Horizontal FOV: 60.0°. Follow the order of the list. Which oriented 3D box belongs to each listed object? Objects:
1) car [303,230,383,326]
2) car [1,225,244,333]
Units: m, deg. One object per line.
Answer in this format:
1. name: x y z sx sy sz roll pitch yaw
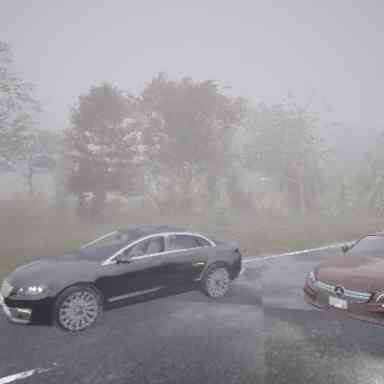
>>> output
1. car: 4.249 1.522 6.716 4.674 1.442 1.812 0 0 -35
2. car: -1.113 1.490 6.883 4.902 1.511 2.128 0 0 -35
